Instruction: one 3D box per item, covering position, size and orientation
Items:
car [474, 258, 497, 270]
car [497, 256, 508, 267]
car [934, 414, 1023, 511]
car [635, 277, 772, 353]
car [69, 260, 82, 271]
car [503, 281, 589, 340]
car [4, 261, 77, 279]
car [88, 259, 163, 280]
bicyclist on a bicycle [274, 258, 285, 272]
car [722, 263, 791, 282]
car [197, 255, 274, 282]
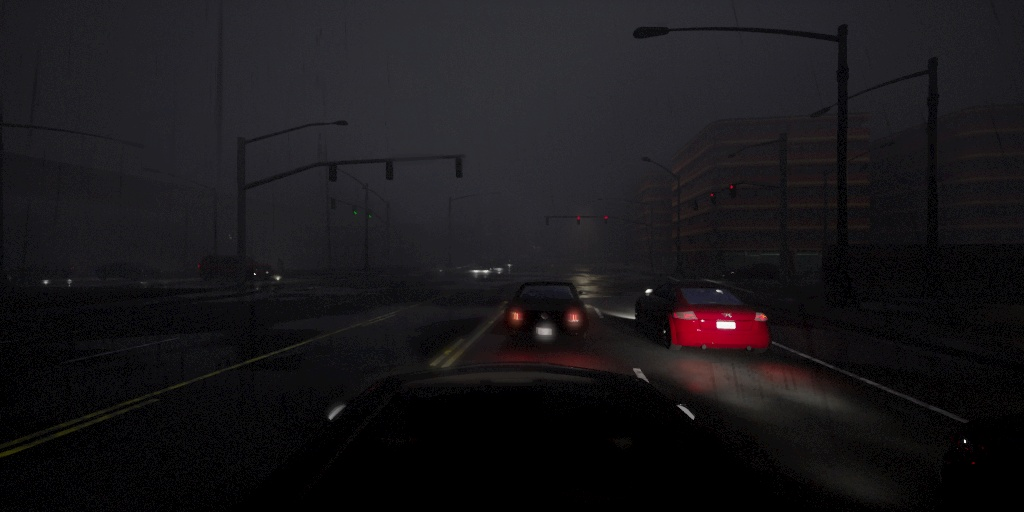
[{"bbox_3d":[-3.767,1.176,48.768,1.994,1.385,4.181,0,1,8],"label":"car"},{"bbox_3d":[-2.398,1.064,58.619,1.895,1.301,4.718,0,1,8],"label":"car"},{"bbox_3d":[3.640,1.242,0.248,2.128,1.511,4.902,0,0,1],"label":"car"},{"bbox_3d":[4.421,1.314,8.959,1.994,1.385,4.181,0,0,7],"label":"car"},{"bbox_3d":[-47.396,1.297,37.164,5.357,1.411,2.033,0,0,26],"label":"car"},{"bbox_3d":[1.019,1.351,9.967,1.895,1.301,4.718,0,0,8],"label":"car"},{"bbox_3d":[-41.781,1.351,31.718,4.718,1.301,1.895,0,0,12],"label":"car"},{"bbox_3d":[-32.377,1.228,30.372,5.008,1.535,1.882,0,0,7],"label":"car"},{"bbox_3d":[-26.326,1.053,40.697,0.582,1.620,1.656,0,0,7],"label":"bicyclist on a bicycle"},{"bbox_3d":[19.032,1.276,28.026,4.674,1.442,1.812,0,0,7],"label":"car"},{"bbox_3d":[-22.449,0.971,29.178,5.566,2.045,2.150,0,0,7],"label":"car"}]
